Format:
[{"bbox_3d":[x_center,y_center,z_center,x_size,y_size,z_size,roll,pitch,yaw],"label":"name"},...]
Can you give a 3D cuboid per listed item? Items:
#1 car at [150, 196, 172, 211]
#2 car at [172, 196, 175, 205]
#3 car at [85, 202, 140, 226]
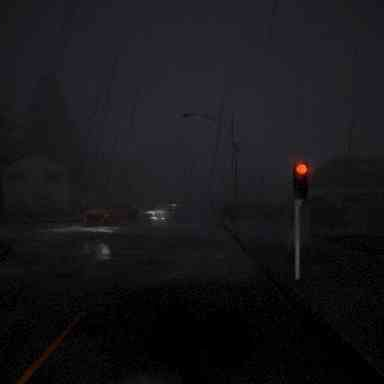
[{"bbox_3d":[-4.084,1.492,41.412,2.128,1.511,4.902,0,0,0],"label":"car"},{"bbox_3d":[-4.047,1.525,61.132,1.812,1.442,4.674,0,0,0],"label":"car"},{"bbox_3d":[-5.614,1.477,23.982,1.882,1.535,5.008,1,0,21],"label":"car"}]
